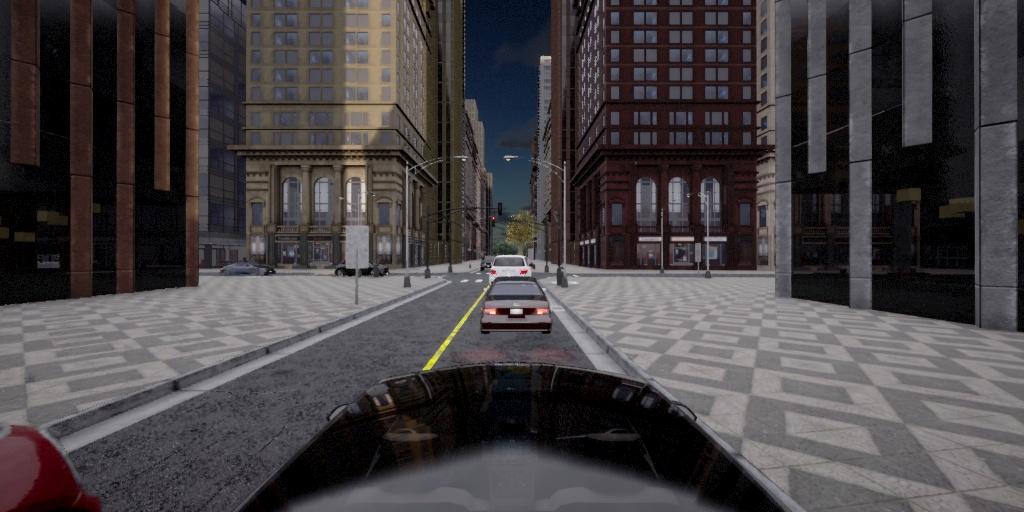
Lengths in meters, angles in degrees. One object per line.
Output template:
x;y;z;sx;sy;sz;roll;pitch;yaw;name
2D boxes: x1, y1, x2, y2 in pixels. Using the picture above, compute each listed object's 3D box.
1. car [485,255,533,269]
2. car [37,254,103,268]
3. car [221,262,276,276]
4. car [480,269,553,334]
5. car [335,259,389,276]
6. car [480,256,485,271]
0.017;0.971;20.826;2.150;2.045;5.566;0;0;4;car
-41.687;0.854;33.336;5.566;2.045;2.150;0;0;0;car
-24.425;1.235;33.304;4.181;1.385;1.994;0;0;-1;car
0.091;1.297;10.581;2.033;1.411;5.357;0;0;0;car
-13.823;1.053;33.295;4.553;1.767;2.097;0;0;0;car
-3.129;0.969;49.456;2.150;2.045;5.566;0;0;-1;car
